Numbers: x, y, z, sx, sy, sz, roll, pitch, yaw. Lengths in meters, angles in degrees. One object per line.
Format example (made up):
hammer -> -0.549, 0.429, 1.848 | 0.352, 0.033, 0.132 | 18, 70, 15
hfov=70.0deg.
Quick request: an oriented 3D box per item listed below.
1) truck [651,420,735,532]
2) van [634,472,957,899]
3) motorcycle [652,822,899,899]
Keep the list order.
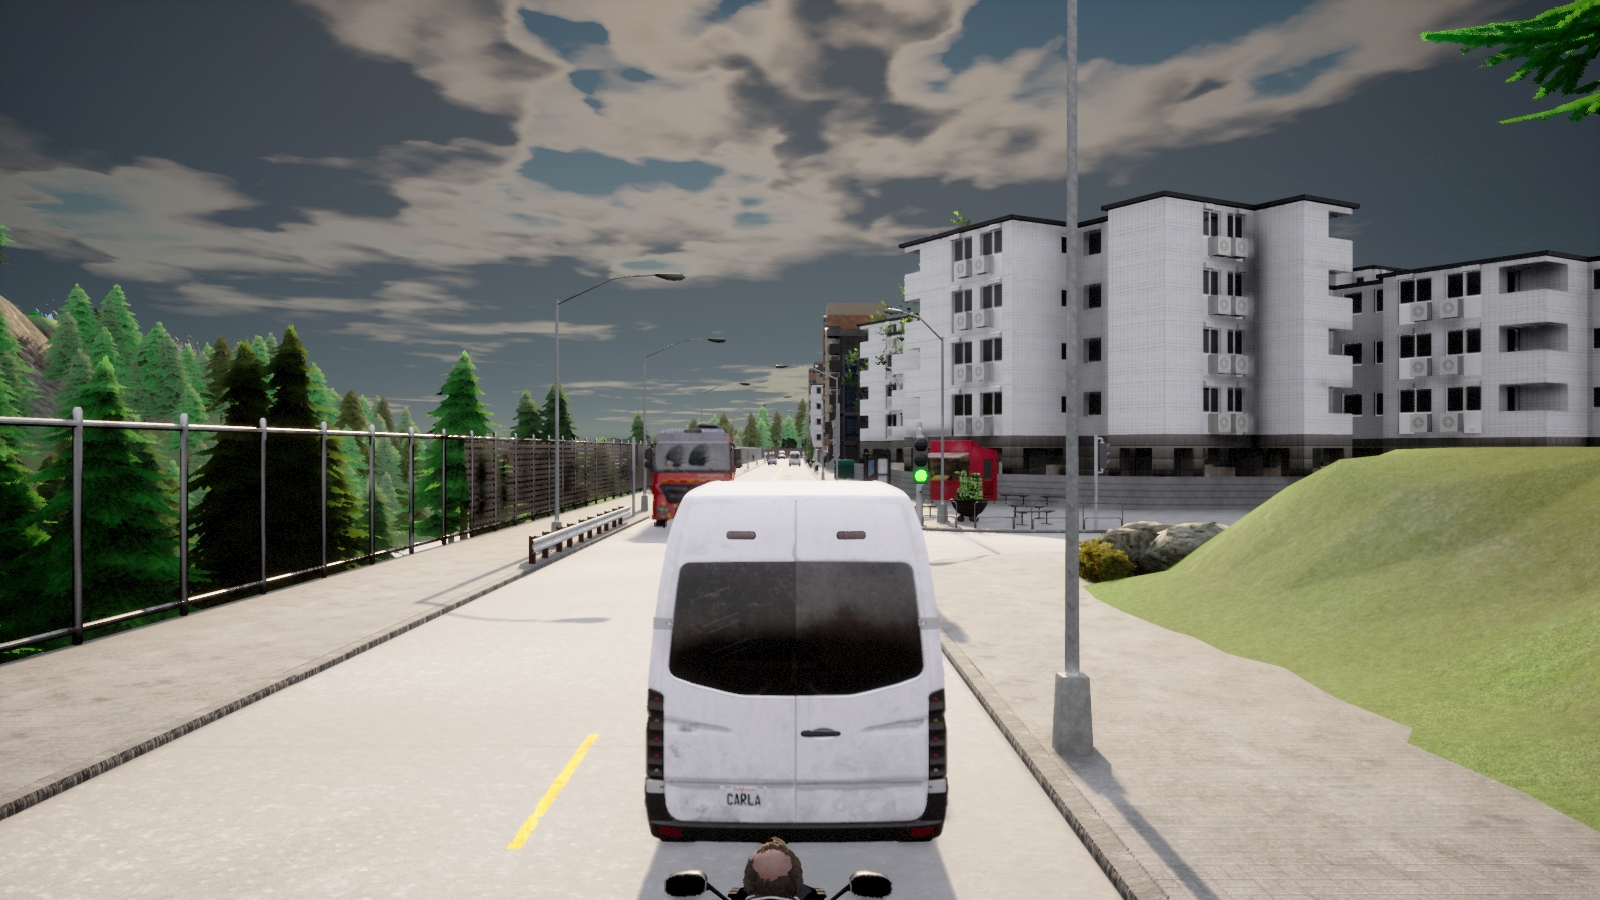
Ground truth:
truck -> -3.947, 0.890, 43.615 | 2.891, 3.827, 8.468 | 0, 0, -4
van -> -0.035, 1.535, 10.007 | 1.988, 2.561, 5.915 | 0, 0, 0
motorcycle -> -0.090, 2.205, 3.746 | 0.867, 1.251, 2.209 | 0, 0, 1
